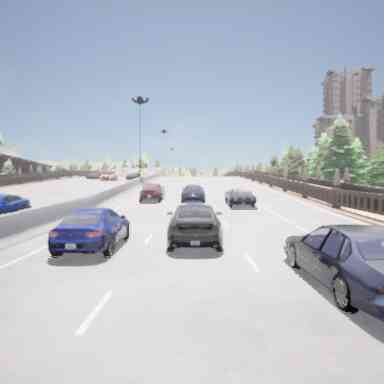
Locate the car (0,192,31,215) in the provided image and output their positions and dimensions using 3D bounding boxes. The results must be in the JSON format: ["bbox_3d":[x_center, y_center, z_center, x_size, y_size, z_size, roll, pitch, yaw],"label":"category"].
[{"bbox_3d":[-10.597,0.841,17.925,1.882,1.535,5.008,0,4,0],"label":"car"}]

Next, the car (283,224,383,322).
[{"bbox_3d":[3.598,1.435,7.377,2.033,1.411,5.357,0,2,0],"label":"car"}]

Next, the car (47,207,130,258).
[{"bbox_3d":[-3.401,1.255,11.615,1.812,1.442,4.674,0,3,0],"label":"car"}]

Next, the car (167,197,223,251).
[{"bbox_3d":[0.099,1.191,12.580,1.837,1.490,4.892,0,3,0],"label":"car"}]

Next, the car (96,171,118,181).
[{"bbox_3d":[-14.049,-2.754,56.188,2.097,1.767,4.553,0,5,0],"label":"car"}]

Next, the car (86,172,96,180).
[{"bbox_3d":[-17.521,-2.890,59.944,1.994,1.385,4.181,0,5,1],"label":"car"}]

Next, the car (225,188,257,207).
[{"bbox_3d":[3.601,0.340,25.451,1.895,1.301,4.718,0,5,0],"label":"car"}]

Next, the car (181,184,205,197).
[{"bbox_3d":[0.101,0.040,28.278,1.994,1.385,4.181,0,5,0],"label":"car"}]

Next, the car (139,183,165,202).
[{"bbox_3d":[-3.399,-0.041,28.732,1.812,1.442,4.674,0,5,0],"label":"car"}]

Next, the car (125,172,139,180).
[{"bbox_3d":[-10.539,-2.831,59.320,1.994,1.385,4.181,0,5,1],"label":"car"}]
